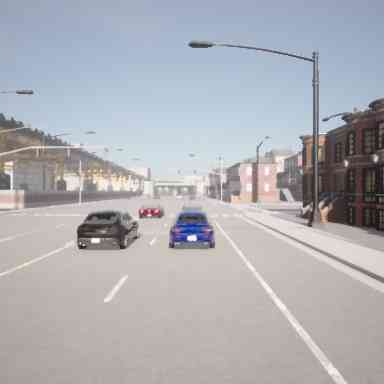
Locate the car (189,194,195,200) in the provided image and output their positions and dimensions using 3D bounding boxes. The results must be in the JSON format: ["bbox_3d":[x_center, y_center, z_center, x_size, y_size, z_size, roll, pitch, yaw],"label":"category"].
[{"bbox_3d":[0.000,1.468,94.882,2.033,1.411,5.357,0,0,0],"label":"car"}]

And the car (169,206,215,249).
[{"bbox_3d":[0.000,1.531,14.486,1.812,1.442,4.674,0,0,0],"label":"car"}]

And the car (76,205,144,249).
[{"bbox_3d":[-3.500,1.514,14.486,1.837,1.490,4.892,0,0,0],"label":"car"}]

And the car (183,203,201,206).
[{"bbox_3d":[0.000,1.615,29.516,1.895,1.301,4.718,0,0,0],"label":"car"}]

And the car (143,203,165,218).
[{"bbox_3d":[-3.500,1.615,29.516,1.895,1.301,4.718,0,0,0],"label":"car"}]

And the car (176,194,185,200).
[{"bbox_3d":[-3.500,1.520,94.841,1.812,1.442,4.674,0,0,0],"label":"car"}]
